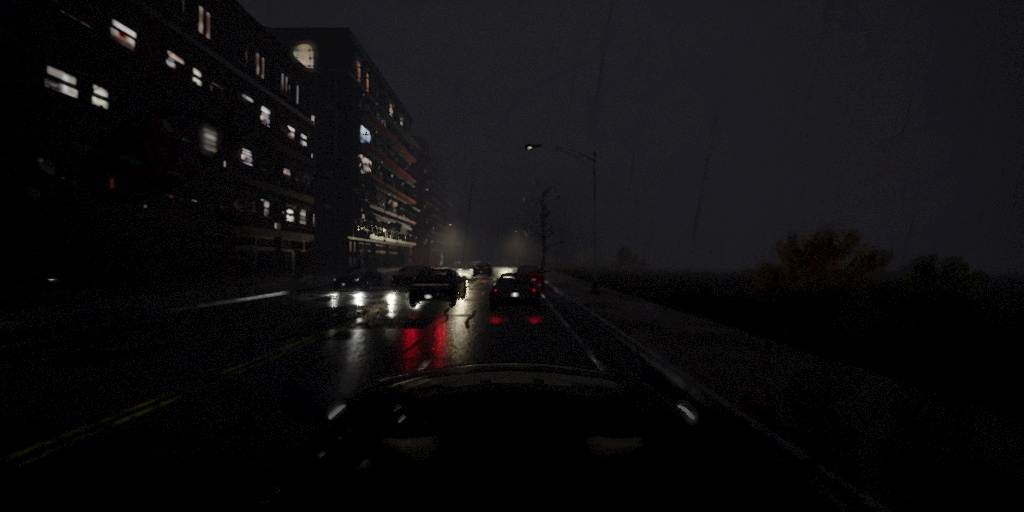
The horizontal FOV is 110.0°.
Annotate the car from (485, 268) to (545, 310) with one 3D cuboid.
[{"bbox_3d":[0.100,1.385,15.015,1.994,1.385,4.181,0,0,0],"label":"car"}]

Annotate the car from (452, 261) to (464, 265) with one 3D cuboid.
[{"bbox_3d":[-9.782,1.638,64.741,1.994,1.385,4.181,0,0,1],"label":"car"}]

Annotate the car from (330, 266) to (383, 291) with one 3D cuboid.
[{"bbox_3d":[-9.853,1.390,23.278,1.812,1.442,4.674,0,0,0],"label":"car"}]

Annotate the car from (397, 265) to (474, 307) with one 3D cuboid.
[{"bbox_3d":[-3.152,1.317,15.907,2.128,1.511,4.902,0,0,0],"label":"car"}]

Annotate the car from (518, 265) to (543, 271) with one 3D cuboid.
[{"bbox_3d":[1.135,1.349,24.541,1.882,1.535,5.008,0,0,0],"label":"car"}]

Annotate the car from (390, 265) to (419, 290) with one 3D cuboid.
[{"bbox_3d":[-6.604,1.346,24.144,1.882,1.535,5.008,0,0,0],"label":"car"}]

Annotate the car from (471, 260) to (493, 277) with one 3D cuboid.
[{"bbox_3d":[-3.155,1.438,39.182,2.128,1.511,4.902,0,0,0],"label":"car"}]
